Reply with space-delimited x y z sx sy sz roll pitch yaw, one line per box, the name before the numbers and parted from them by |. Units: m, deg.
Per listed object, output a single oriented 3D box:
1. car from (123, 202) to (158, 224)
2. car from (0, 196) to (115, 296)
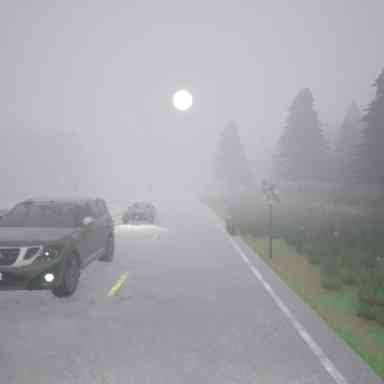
car | -3.510 1.406 23.308 1.994 1.385 4.181 0 0 0
car | -3.597 1.159 8.809 2.150 2.045 5.566 0 0 0
